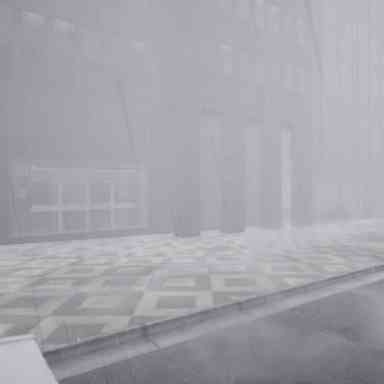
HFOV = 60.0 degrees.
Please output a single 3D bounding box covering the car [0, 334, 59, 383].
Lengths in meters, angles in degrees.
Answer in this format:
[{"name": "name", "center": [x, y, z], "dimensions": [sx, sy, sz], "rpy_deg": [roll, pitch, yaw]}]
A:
[{"name": "car", "center": [-2.963, 1.601, 1.276], "dimensions": [4.718, 1.301, 1.895], "rpy_deg": [0, 0, -35]}]
